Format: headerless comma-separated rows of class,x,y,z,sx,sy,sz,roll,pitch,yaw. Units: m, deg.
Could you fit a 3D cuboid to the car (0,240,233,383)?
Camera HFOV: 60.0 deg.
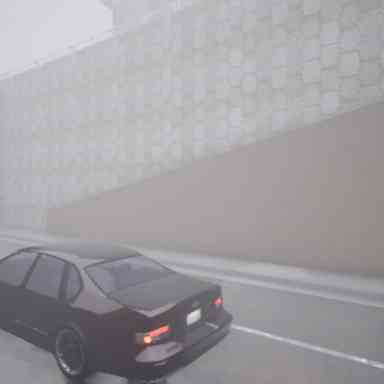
car,-2.024,1.537,5.438,5.357,1.411,2.033,0,0,35
